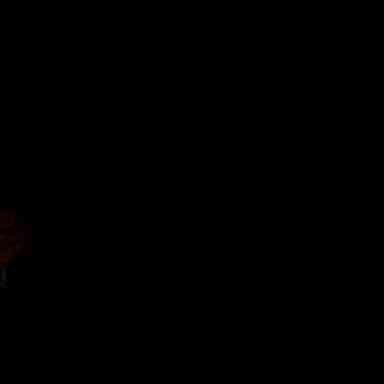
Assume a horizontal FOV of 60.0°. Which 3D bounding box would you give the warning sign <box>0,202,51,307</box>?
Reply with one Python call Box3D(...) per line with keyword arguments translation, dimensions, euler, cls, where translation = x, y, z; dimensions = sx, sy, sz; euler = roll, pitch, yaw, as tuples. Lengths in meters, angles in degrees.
Box3D(translation=(-3.720, 1.147, 6.600), dimensions=(1.060, 1.860, 1.300), euler=(1, 0, 36), cls="warning sign")
